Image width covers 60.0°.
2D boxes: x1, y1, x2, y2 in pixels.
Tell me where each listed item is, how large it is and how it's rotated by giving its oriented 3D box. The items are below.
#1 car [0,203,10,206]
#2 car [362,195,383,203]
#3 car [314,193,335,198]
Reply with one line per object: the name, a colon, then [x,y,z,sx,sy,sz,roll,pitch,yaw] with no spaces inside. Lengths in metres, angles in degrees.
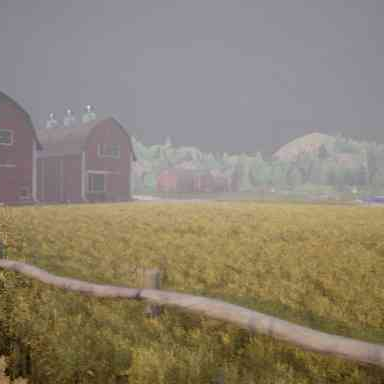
car: [-20.582,1.350,32.838,1.882,1.535,5.008,0,0,30]
car: [37.750,1.501,68.825,4.611,1.667,2.242,0,0,35]
car: [34.806,1.255,87.888,4.605,1.855,1.932,0,0,35]
